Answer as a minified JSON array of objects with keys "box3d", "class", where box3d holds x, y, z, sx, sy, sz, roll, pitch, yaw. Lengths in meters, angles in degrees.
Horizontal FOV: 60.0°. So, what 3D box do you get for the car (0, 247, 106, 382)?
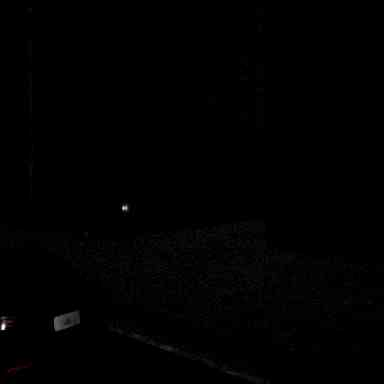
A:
[{"box3d":[-3.151,1.523,5.103,4.313,1.339,1.947,1,0,36],"class":"car"}]
